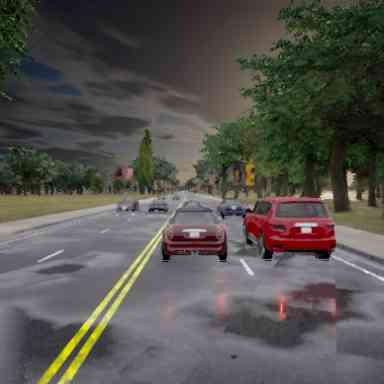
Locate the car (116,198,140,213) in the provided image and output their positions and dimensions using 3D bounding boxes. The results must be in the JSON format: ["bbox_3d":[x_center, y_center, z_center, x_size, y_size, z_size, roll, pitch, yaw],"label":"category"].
[{"bbox_3d":[-6.675,1.401,35.170,2.128,1.511,4.902,0,0,0],"label":"car"}]

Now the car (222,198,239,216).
[{"bbox_3d":[3.286,1.278,28.320,2.097,1.767,4.553,0,0,0],"label":"car"}]

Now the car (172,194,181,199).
[{"bbox_3d":[-3.573,1.247,75.170,1.837,1.490,4.892,0,0,0],"label":"car"}]

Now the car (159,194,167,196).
[{"bbox_3d":[-6.845,1.130,77.775,1.994,1.385,4.181,0,0,0],"label":"car"}]

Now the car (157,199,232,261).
[{"bbox_3d":[0.075,1.319,12.298,2.097,1.767,4.553,0,0,0],"label":"car"}]

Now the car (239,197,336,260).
[{"bbox_3d":[3.330,1.190,12.373,2.150,2.045,5.566,0,0,0],"label":"car"}]

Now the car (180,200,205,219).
[{"bbox_3d":[0.036,1.488,29.206,1.994,1.385,4.181,0,0,0],"label":"car"}]

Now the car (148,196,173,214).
[{"bbox_3d":[-3.427,1.458,34.764,2.033,1.411,5.357,0,0,0],"label":"car"}]
